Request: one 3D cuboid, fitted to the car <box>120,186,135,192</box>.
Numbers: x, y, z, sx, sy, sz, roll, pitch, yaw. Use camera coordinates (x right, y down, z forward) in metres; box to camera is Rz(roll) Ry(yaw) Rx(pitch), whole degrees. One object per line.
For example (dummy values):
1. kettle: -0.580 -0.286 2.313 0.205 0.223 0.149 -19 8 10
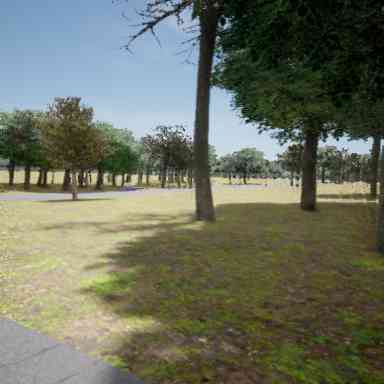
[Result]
1. car: -17.354 -0.831 90.028 1.812 1.442 4.674 4 4 35
